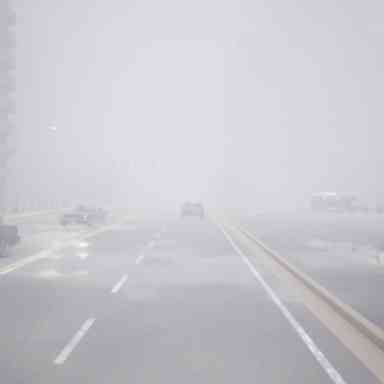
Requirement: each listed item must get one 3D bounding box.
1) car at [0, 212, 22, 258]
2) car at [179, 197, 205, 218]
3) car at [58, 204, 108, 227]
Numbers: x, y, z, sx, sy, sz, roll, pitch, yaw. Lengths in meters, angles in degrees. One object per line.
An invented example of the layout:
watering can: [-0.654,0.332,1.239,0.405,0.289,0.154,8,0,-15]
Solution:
car: [-7.077,1.477,9.700,2.033,1.411,5.357,0,0,0]
car: [0.085,1.443,29.163,2.128,1.511,4.902,0,0,0]
car: [-7.011,1.505,21.888,1.895,1.301,4.718,0,0,1]
